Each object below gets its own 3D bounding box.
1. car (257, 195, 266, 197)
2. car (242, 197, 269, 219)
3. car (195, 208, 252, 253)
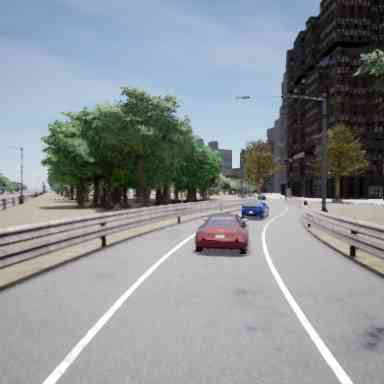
[{"bbox_3d":[18.048,1.473,86.410,1.837,1.490,4.892,0,0,1],"label":"car"},{"bbox_3d":[5.683,1.514,29.605,1.882,1.535,5.008,0,0,20],"label":"car"},{"bbox_3d":[1.364,1.570,13.928,1.994,1.385,4.181,0,0,10],"label":"car"}]
